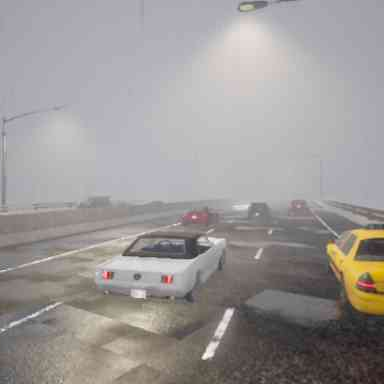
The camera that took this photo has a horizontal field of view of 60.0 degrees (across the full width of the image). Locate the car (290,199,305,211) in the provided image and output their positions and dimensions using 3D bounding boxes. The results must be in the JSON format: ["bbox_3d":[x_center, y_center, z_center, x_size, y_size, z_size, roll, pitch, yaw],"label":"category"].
[{"bbox_3d":[14.030,1.741,44.223,1.812,1.442,4.674,0,0,18],"label":"car"}]

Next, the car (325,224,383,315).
[{"bbox_3d":[4.160,1.479,7.531,1.801,1.575,5.366,0,0,16],"label":"car"}]

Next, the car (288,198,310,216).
[{"bbox_3d":[11.142,1.515,34.781,2.097,1.767,4.553,0,0,17],"label":"car"}]

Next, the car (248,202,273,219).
[{"bbox_3d":[6.393,1.669,31.165,1.837,1.490,4.892,0,0,17],"label":"car"}]

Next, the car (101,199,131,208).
[{"bbox_3d":[-9.005,1.878,41.284,1.994,1.385,4.181,0,0,17],"label":"car"}]

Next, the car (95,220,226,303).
[{"bbox_3d":[-0.388,1.654,8.446,1.895,1.301,4.718,0,0,16],"label":"car"}]

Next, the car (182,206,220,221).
[{"bbox_3d":[0.749,1.714,24.615,1.994,1.385,4.181,0,0,17],"label":"car"}]

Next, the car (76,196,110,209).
[{"bbox_3d":[-12.371,1.561,42.272,2.150,2.045,5.566,0,0,17],"label":"car"}]

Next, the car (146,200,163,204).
[{"bbox_3d":[-4.829,1.830,42.944,1.812,1.442,4.674,0,-1,17],"label":"car"}]
